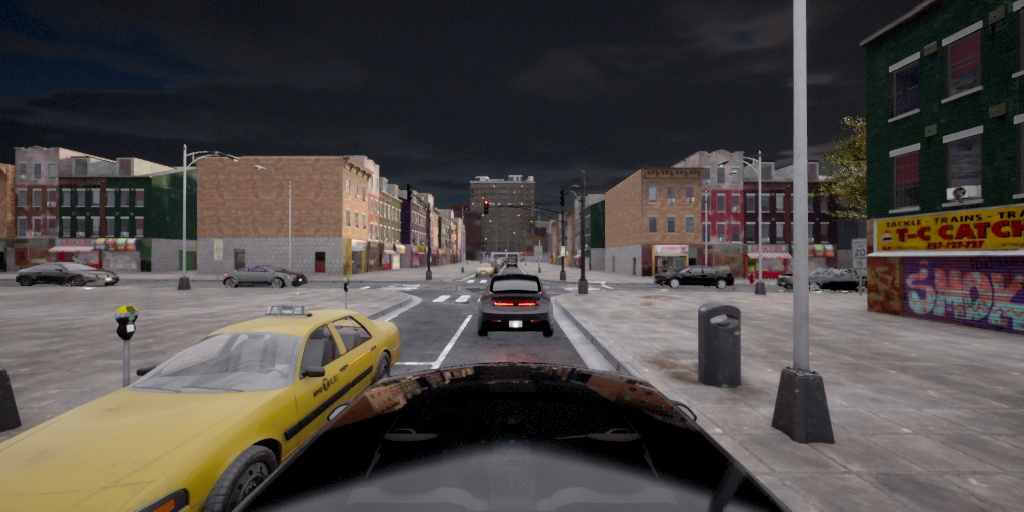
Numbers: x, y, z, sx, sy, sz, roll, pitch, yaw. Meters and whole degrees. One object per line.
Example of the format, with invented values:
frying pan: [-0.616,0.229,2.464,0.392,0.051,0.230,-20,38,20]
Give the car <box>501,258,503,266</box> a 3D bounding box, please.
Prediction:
car: [-2.707,1.357,52.417,2.007,1.370,4.403,0,0,0]

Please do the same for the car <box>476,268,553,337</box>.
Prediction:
car: [0.084,1.257,10.342,1.837,1.490,4.892,0,0,0]

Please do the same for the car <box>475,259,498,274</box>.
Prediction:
car: [-2.684,1.302,35.916,1.751,1.417,4.829,0,0,0]

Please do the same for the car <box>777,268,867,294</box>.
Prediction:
car: [18.646,1.482,21.417,4.902,1.511,2.128,1,0,0]

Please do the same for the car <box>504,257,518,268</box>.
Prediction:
car: [0.017,1.339,63.927,1.837,1.490,4.892,0,0,0]

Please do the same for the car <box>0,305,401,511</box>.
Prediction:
car: [-2.641,1.276,3.959,1.751,1.417,4.829,0,0,0]

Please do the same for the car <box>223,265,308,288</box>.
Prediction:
car: [-14.504,1.220,21.203,4.181,1.385,1.994,0,0,0]

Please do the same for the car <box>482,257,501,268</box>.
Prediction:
car: [-2.692,1.100,41.529,2.192,1.841,5.009,0,0,0]

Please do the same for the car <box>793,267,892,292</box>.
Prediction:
car: [22.384,1.546,24.389,5.008,1.535,1.882,1,0,-1]

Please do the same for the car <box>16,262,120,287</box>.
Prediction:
car: [-26.118,1.101,21.129,4.674,1.442,1.812,0,0,0]

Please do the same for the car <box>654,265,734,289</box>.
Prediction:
car: [12.255,1.393,24.326,5.008,1.535,1.882,1,0,0]

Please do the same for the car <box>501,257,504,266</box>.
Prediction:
car: [-2.721,1.358,63.134,1.751,1.417,4.829,0,0,0]
